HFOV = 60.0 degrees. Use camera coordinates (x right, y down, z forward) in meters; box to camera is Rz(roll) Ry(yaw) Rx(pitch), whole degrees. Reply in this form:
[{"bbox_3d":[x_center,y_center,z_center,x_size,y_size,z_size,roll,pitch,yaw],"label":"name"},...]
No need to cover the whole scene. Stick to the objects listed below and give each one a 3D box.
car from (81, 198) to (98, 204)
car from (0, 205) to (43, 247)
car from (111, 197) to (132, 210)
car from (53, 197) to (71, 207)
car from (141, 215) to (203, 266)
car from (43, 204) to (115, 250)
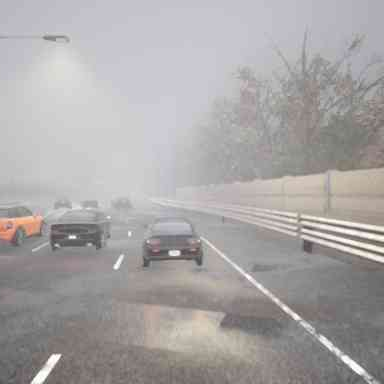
[{"bbox_3d":[-14.565,1.529,47.019,1.882,1.535,5.008,0,0,-25],"label":"car"},{"bbox_3d":[-8.332,1.381,15.246,2.097,1.767,4.553,0,0,-8],"label":"car"},{"bbox_3d":[-9.509,1.386,44.320,2.097,1.767,4.553,0,0,-23],"label":"car"},{"bbox_3d":[-17.940,1.415,45.924,2.097,1.767,4.553,0,0,-26],"label":"car"},{"bbox_3d":[-0.752,1.528,11.497,1.812,1.442,4.674,0,0,-7],"label":"car"},{"bbox_3d":[-4.688,1.494,14.568,1.882,1.535,5.008,0,0,-8],"label":"car"}]
